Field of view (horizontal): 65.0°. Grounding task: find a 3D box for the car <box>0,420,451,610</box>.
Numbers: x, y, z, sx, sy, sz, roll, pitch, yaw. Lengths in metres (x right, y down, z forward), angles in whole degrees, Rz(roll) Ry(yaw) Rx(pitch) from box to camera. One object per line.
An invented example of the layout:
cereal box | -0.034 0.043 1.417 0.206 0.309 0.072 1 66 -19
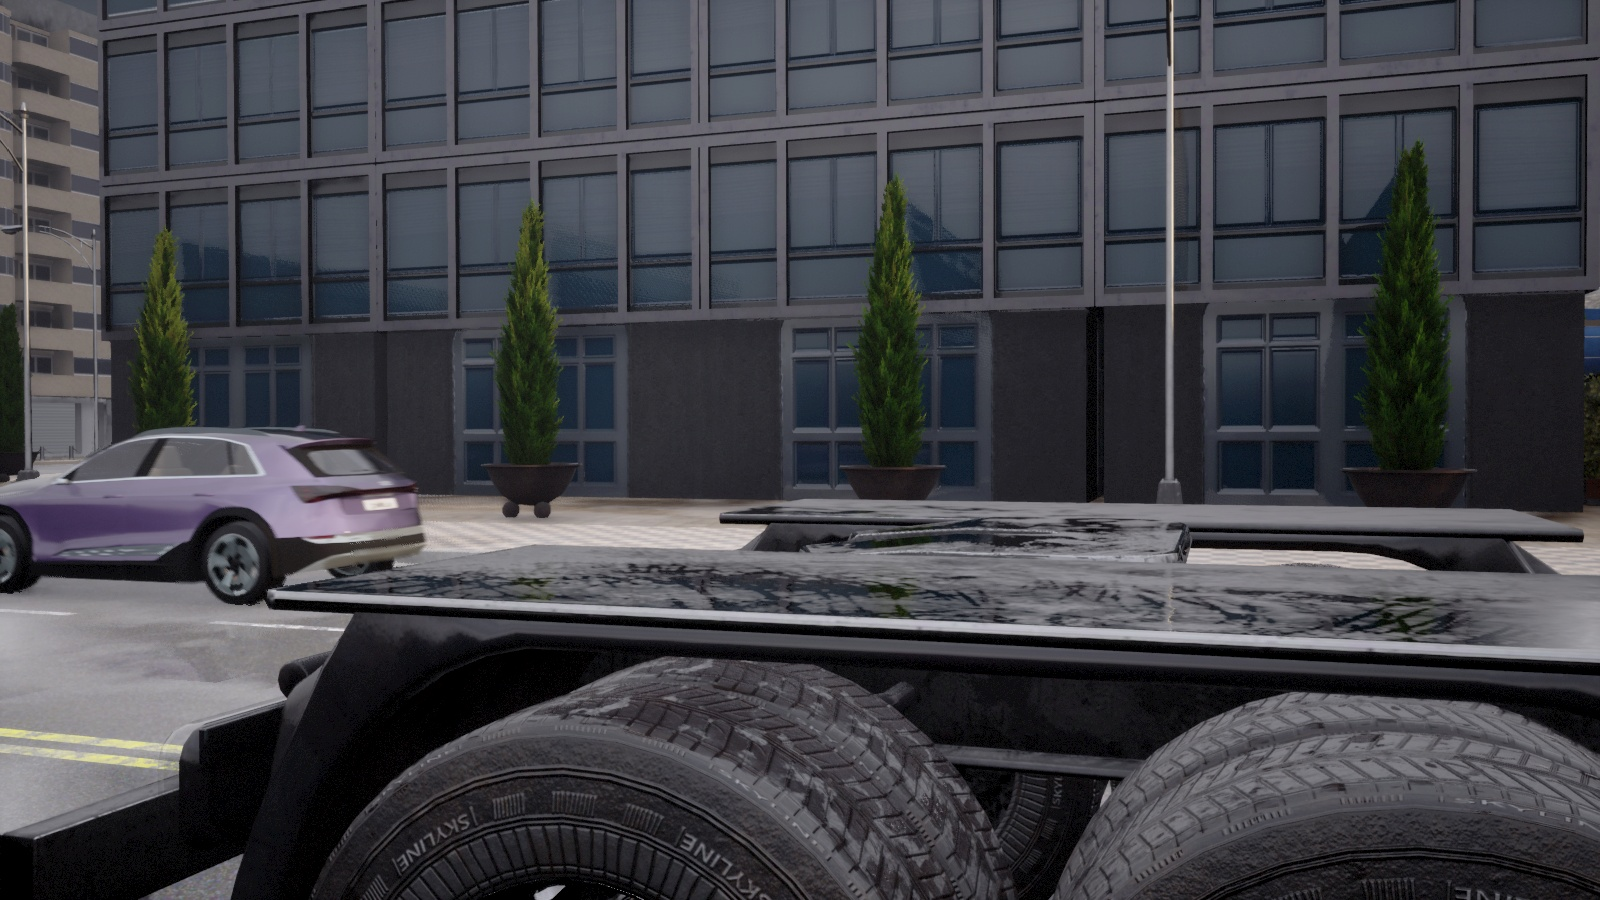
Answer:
car | -6.201 0.531 12.666 4.856 1.649 2.033 1 1 19

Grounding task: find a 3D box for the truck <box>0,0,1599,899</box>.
truck | 2.642 -0.182 2.289 7.936 3.462 2.891 1 1 19
